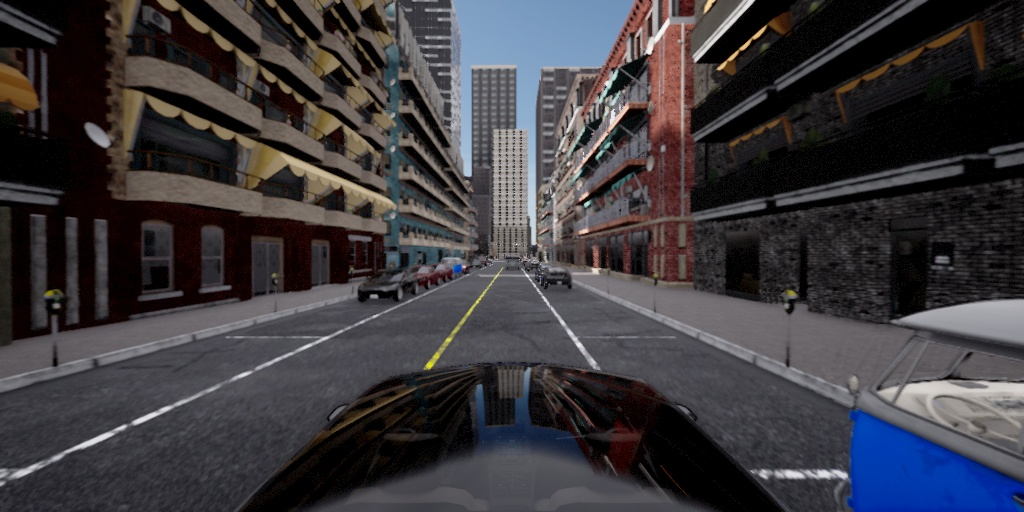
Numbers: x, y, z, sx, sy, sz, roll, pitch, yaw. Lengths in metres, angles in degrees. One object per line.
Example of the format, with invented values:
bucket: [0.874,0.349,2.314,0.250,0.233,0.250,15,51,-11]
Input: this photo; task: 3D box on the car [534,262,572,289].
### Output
car: [2.693,1.275,22.483,2.007,1.370,4.403,0,0,0]

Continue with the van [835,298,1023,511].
van: [2.688,1.093,0.391,1.690,1.789,3.998,0,0,0]

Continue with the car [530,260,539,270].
car: [2.695,1.269,28.006,2.007,1.370,4.403,0,0,0]

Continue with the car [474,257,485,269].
car: [-5.680,1.257,55.640,1.948,1.339,4.313,0,0,0]

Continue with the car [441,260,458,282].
car: [-5.687,1.263,28.022,1.888,1.381,4.507,0,0,0]

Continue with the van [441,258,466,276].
van: [-5.685,1.053,33.546,1.690,1.789,3.998,0,0,0]

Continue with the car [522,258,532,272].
car: [2.699,1.252,44.577,2.007,1.370,4.403,0,0,0]

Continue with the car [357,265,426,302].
car: [-5.689,1.297,16.975,1.948,1.339,4.313,0,0,0]

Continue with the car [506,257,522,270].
car: [0.112,1.259,50.980,1.994,1.385,4.181,0,0,0]

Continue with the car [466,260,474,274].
car: [-5.684,1.146,39.069,1.967,1.591,4.097,0,0,0]

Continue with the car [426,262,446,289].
car: [-5.687,1.270,22.498,1.888,1.381,4.507,0,0,0]
